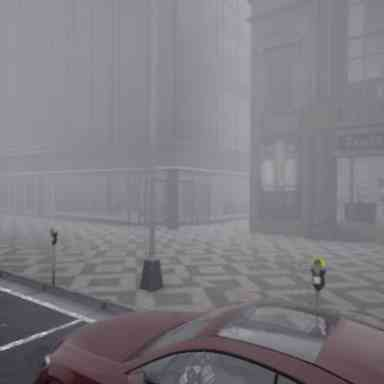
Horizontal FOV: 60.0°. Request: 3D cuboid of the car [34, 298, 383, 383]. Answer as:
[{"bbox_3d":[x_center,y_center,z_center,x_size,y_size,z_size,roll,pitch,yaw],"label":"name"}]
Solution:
[{"bbox_3d":[0.486,1.575,2.613,4.206,1.307,1.802,0,1,35],"label":"car"}]
